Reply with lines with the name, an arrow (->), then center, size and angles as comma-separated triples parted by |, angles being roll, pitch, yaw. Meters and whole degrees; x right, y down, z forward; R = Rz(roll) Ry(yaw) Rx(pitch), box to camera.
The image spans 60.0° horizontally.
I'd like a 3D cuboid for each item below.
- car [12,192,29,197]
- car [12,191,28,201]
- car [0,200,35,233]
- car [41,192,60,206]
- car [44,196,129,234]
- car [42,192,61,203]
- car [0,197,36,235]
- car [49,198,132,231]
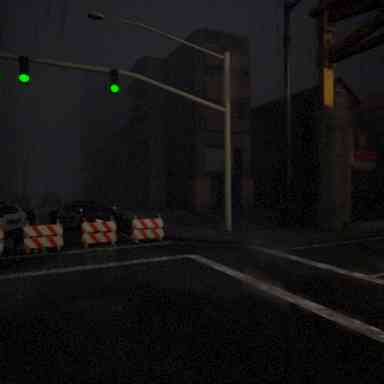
car -> -23.739, 0.731, 46.075 | 2.038, 1.542, 4.974 | -1, 1, -26
car -> -23.765, 0.573, 46.118 | 1.853, 1.218, 4.536 | -1, 1, -26
car -> -8.877, 1.077, 14.649 | 1.853, 1.218, 4.536 | -1, 1, -1
car -> -16.934, 0.781, 39.905 | 2.038, 1.542, 4.974 | -1, 1, -26
car -> -4.996, 1.153, 16.138 | 4.974, 1.542, 2.038 | 0, 2, 44
car -> -16.959, 0.623, 39.948 | 1.853, 1.218, 4.536 | -1, 1, -26
car -> -8.873, 1.235, 14.600 | 2.038, 1.542, 4.974 | -1, 1, -1
car -> -5.036, 0.995, 16.170 | 4.536, 1.218, 1.853 | 0, 2, 44
